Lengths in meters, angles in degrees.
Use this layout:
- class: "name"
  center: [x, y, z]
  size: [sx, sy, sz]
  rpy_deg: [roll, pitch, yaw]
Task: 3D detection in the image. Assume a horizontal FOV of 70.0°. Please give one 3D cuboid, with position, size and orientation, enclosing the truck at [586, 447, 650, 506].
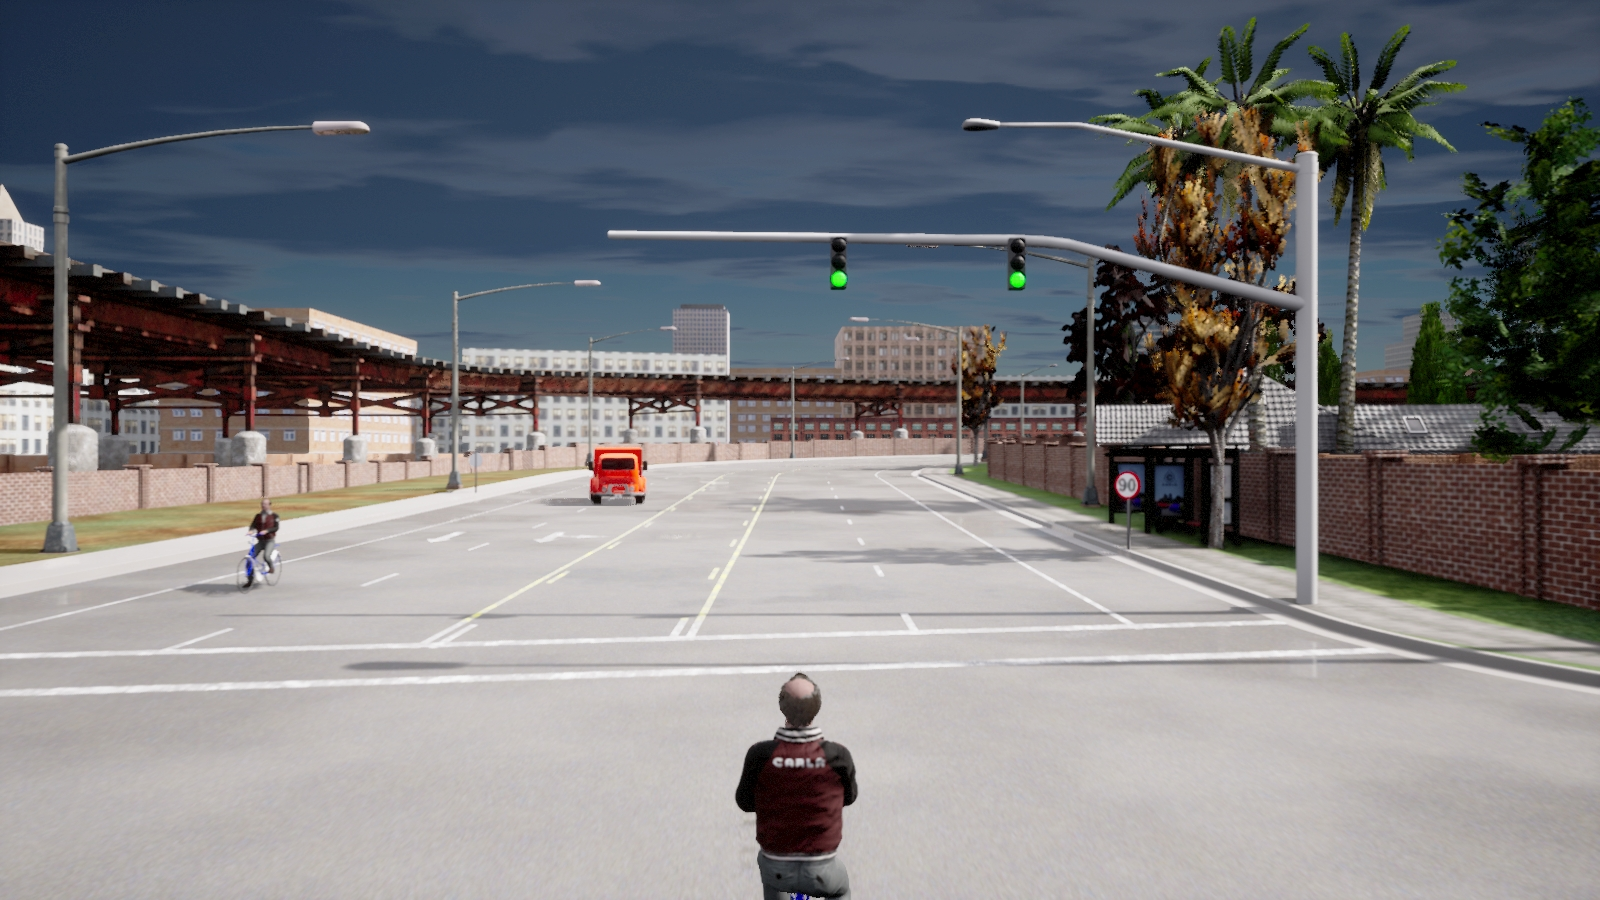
- class: "truck"
  center: [-8.052, 1.117, 50.600]
  size: [2.627, 2.467, 5.204]
  rpy_deg: [0, 0, -9]

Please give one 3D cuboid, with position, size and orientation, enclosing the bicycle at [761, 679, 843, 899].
- class: "bicycle"
  center: [0.013, 2.037, 5.497]
  size: [0.329, 1.496, 1.835]
  rpy_deg: [0, 0, 0]

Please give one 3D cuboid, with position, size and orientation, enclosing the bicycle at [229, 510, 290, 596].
- class: "bicycle"
  center: [-10.488, 1.962, 22.211]
  size: [0.329, 1.496, 1.835]
  rpy_deg: [0, 0, 0]
